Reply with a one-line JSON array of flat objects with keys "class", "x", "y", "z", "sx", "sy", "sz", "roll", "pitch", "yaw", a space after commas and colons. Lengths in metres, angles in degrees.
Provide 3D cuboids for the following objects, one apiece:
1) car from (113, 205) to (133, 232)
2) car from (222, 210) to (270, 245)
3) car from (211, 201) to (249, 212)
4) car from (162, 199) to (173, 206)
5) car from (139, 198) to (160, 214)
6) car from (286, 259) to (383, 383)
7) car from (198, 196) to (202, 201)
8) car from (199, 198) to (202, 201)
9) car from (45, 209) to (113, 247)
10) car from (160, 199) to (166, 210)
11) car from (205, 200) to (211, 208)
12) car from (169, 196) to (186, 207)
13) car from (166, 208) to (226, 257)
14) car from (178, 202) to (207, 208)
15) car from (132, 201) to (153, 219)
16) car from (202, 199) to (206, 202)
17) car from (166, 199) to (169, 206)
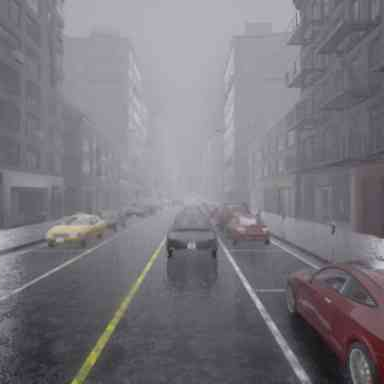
[{"class": "car", "x": -5.390, "y": 1.773, "z": 21.829, "sx": 1.947, "sy": 1.339, "sz": 4.313, "roll": 0, "pitch": -1, "yaw": 0}, {"class": "car", "x": 2.636, "y": 1.738, "z": 16.155, "sx": 1.802, "sy": 1.307, "sz": 4.206, "roll": 0, "pitch": -1, "yaw": 0}, {"class": "car", "x": 2.635, "y": 1.522, "z": 21.838, "sx": 2.192, "sy": 1.841, "sz": 5.009, "roll": 0, "pitch": -1, "yaw": 0}, {"class": "car", "x": -5.397, "y": 2.219, "z": 72.963, "sx": 2.008, "sy": 1.369, "sz": 4.403, "roll": 0, "pitch": -1, "yaw": 0}, {"class": "car", "x": -5.392, "y": 1.677, "z": 38.876, "sx": 2.192, "sy": 1.841, "sz": 5.009, "roll": 0, "pitch": -1, "yaw": 0}, {"class": "car", "x": 2.637, "y": 1.630, "z": 4.792, "sx": 1.802, "sy": 1.307, "sz": 4.206, "roll": 0, "pitch": -1, "yaw": 0}, {"class": "car", "x": 2.629, "y": 2.145, "z": 67.454, "sx": 1.752, "sy": 1.417, "sz": 4.829, "roll": 0, "pitch": -1, "yaw": 0}, {"class": "car", "x": 2.630, "y": 2.082, "z": 55.922, "sx": 1.947, "sy": 1.339, "sz": 4.313, "roll": 0, "pitch": -1, "yaw": 0}, {"class": "car", "x": -5.390, "y": 1.679, "z": 15.978, "sx": 1.752, "sy": 1.417, "sz": 4.829, "roll": 0, "pitch": -1, "yaw": 0}, {"class": "car", "x": -5.394, "y": 1.905, "z": 50.238, "sx": 1.967, "sy": 1.590, "sz": 4.097, "roll": 0, "pitch": -1, "yaw": 0}, {"class": "car", "x": 2.633, "y": 1.750, "z": 33.199, "sx": 1.967, "sy": 1.590, "sz": 4.097, "roll": 0, "pitch": -1, "yaw": 0}, {"class": "car", "x": -2.771, "y": 1.822, "z": 65.328, "sx": 2.150, "sy": 2.045, "sz": 5.566, "roll": 0, "pitch": 0, "yaw": 0}, {"class": "car", "x": 0.020, "y": 1.624, "z": 13.518, "sx": 2.128, "sy": 1.511, "sz": 4.902, "roll": 0, "pitch": 0, "yaw": 1}, {"class": "car", "x": 0.022, "y": 1.832, "z": 28.539, "sx": 1.994, "sy": 1.385, "sz": 4.181, "roll": 0, "pitch": 0, "yaw": 0}, {"class": "car", "x": -5.392, "y": 1.876, "z": 33.192, "sx": 1.947, "sy": 1.339, "sz": 4.313, "roll": 0, "pitch": -1, "yaw": 0}, {"class": "car", "x": 2.632, "y": 1.964, "z": 44.560, "sx": 2.008, "sy": 1.369, "sz": 4.403, "roll": 0, "pitch": -1, "yaw": 0}, {"class": "car", "x": -5.396, "y": 2.200, "z": 67.281, "sx": 1.802, "sy": 1.307, "sz": 4.206, "roll": 0, "pitch": -1, "yaw": 0}]
